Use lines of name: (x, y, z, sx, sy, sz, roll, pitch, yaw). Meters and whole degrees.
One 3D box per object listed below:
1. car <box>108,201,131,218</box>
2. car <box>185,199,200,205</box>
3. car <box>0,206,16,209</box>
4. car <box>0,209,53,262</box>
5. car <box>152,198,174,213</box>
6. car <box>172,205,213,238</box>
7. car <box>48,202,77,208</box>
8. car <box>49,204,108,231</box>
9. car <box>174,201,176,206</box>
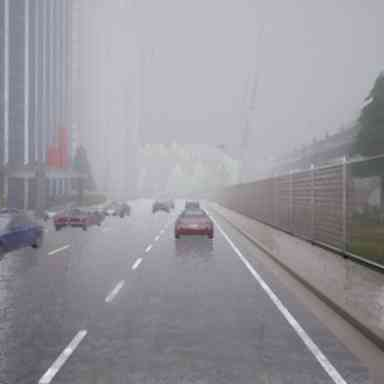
car: (-7.014, 1.607, 31.309, 2.128, 1.511, 4.902, 0, 0, 0)
car: (0.060, 1.652, 43.324, 1.882, 1.535, 5.008, 0, 0, 1)
car: (-10.585, 1.543, 17.662, 2.128, 1.511, 4.902, 0, 0, 0)
car: (-7.076, 1.556, 12.212, 1.812, 1.442, 4.674, 0, 0, 0)
car: (-3.490, 1.654, 38.386, 1.837, 1.490, 4.892, 0, 0, 0)
car: (0.105, 1.625, 18.100, 1.994, 1.385, 4.181, 0, 0, 0)
car: (-10.544, 1.587, 27.474, 2.128, 1.511, 4.902, 0, 0, 1)
car: (-7.077, 1.671, 21.291, 1.895, 1.301, 4.718, 0, 0, 0)
car: (-3.485, 1.690, 49.115, 2.128, 1.511, 4.902, 0, 0, 0)
